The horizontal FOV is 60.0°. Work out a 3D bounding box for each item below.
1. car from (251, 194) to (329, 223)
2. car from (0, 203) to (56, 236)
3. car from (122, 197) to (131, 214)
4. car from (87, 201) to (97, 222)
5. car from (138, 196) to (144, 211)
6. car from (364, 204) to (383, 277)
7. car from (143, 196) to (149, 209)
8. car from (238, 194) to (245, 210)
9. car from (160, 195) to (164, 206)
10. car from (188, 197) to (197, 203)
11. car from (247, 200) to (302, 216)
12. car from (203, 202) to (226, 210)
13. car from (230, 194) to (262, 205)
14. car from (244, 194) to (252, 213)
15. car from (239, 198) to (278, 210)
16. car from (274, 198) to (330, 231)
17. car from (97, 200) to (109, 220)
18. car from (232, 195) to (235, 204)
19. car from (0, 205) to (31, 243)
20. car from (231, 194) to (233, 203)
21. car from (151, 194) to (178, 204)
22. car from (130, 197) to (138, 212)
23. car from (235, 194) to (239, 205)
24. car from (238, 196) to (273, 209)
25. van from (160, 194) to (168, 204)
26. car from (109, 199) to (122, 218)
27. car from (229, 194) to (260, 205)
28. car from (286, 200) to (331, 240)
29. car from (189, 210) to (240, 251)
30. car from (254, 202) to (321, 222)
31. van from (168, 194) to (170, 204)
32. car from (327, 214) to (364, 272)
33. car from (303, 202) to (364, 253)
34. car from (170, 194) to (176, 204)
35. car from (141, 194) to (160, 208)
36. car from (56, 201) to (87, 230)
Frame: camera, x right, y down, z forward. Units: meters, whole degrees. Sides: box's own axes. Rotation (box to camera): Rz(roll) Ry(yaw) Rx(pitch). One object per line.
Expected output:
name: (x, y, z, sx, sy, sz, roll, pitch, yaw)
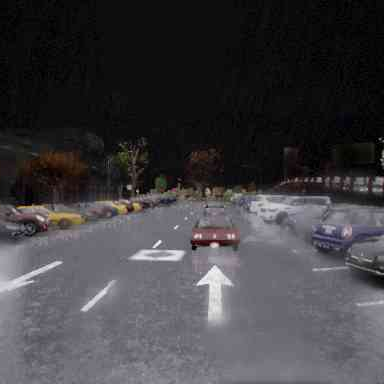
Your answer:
car: (7.579, 1.310, 24.125, 5.566, 2.045, 2.435, 1, 0, -16)
car: (-9.867, 1.400, 17.475, 4.553, 1.767, 2.185, -1, -1, -16)
car: (-9.010, 1.572, 32.182, 5.366, 1.575, 1.946, -1, 0, -16)
car: (-9.437, 1.546, 23.380, 4.892, 1.521, 2.231, -1, -1, -16)
car: (-8.610, 1.591, 38.086, 5.366, 1.575, 1.946, -1, 0, -16)
car: (6.405, 1.253, 6.060, 5.566, 2.045, 2.435, 1, 0, -16)
car: (-8.211, 1.631, 41.112, 4.792, 1.488, 2.163, -1, -1, -16)
car: (8.388, 1.349, 36.193, 5.566, 2.045, 2.435, 1, 0, -16)
car: (-7.437, 1.640, 52.913, 4.892, 1.521, 2.231, -1, 0, -16)
car: (0.117, 1.755, 75.843, 1.994, 1.385, 4.181, 0, 0, 4)
car: (8.200, 1.592, 33.191, 4.892, 1.521, 2.231, 1, 0, -16)
car: (1.990, 1.583, 29.284, 2.128, 1.511, 4.902, 0, 0, 4)
car: (10.234, 1.433, 63.317, 5.566, 2.045, 2.435, 1, 0, -16)
car: (8.043, 1.330, 30.174, 5.566, 2.045, 2.435, 1, 0, -16)
car: (8.997, 1.659, 45.235, 4.792, 1.488, 2.163, 1, 0, -16)
car: (7.221, 1.417, 18.116, 4.553, 1.767, 2.185, 1, 0, -16)
car: (-9.260, 1.584, 26.324, 4.792, 1.488, 2.163, -1, 0, -16)
car: (9.648, 1.659, 54.286, 4.892, 1.521, 2.231, 1, 0, -16)
car: (-10.039, 1.517, 14.529, 4.892, 1.521, 2.231, -1, -1, -16)
car: (10.084, 1.550, 60.321, 4.553, 1.767, 2.185, 1, 0, -16)
car: (-6.065, 1.448, 73.556, 5.566, 2.045, 2.435, -1, 0, -16)
car: (-8.635, 1.582, 35.197, 5.008, 1.535, 2.097, -1, 0, -16)
car: (8.856, 1.369, 42.237, 5.566, 2.045, 2.435, 1, 0, -16)
car: (9.205, 1.513, 48.253, 4.553, 1.767, 2.185, 1, 0, -16)
van: (-7.153, 1.432, 58.775, 4.442, 1.987, 1.878, -1, 0, -16)
car: (-9.032, 1.563, 29.281, 5.008, 1.535, 2.097, -1, -1, -16)
car: (10.482, 1.442, 66.367, 5.566, 2.045, 2.435, 1, 0, -16)
car: (7.023, 1.408, 15.095, 4.553, 1.767, 2.185, 1, 0, -16)
car: (0.979, 1.656, 14.347, 1.895, 1.301, 4.718, 0, 0, 4)
car: (7.776, 1.601, 27.141, 4.792, 1.488, 2.163, 1, 0, -16)
van: (-6.953, 1.440, 61.728, 4.442, 1.987, 1.878, -1, 0, -16)
car: (6.589, 1.515, 9.058, 4.892, 1.521, 2.231, 1, 0, -16)
car: (6.758, 1.397, 12.068, 4.553, 1.767, 2.185, 1, 0, -16)
car: (-6.618, 1.422, 64.729, 5.566, 2.045, 2.435, -1, 0, -16)
car: (-7.668, 1.504, 49.947, 4.553, 1.767, 2.185, -1, 0, -16)
car: (-9.460, 1.530, 20.491, 5.366, 1.575, 1.946, -1, -1, -16)
